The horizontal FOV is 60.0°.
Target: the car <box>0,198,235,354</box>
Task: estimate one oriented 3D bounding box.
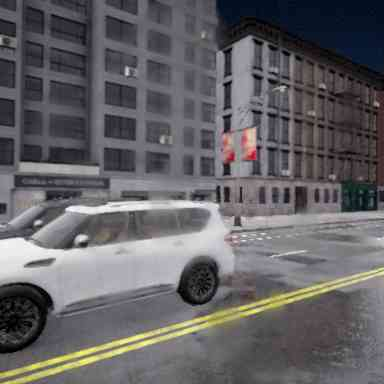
[{"bbox_3d":[-1.665,1.214,6.491,5.566,2.045,2.150,0,0,-36],"label":"car"}]

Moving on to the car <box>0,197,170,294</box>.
[{"bbox_3d":[-3.552,1.214,9.136,5.566,2.045,2.150,0,0,-36],"label":"car"}]
